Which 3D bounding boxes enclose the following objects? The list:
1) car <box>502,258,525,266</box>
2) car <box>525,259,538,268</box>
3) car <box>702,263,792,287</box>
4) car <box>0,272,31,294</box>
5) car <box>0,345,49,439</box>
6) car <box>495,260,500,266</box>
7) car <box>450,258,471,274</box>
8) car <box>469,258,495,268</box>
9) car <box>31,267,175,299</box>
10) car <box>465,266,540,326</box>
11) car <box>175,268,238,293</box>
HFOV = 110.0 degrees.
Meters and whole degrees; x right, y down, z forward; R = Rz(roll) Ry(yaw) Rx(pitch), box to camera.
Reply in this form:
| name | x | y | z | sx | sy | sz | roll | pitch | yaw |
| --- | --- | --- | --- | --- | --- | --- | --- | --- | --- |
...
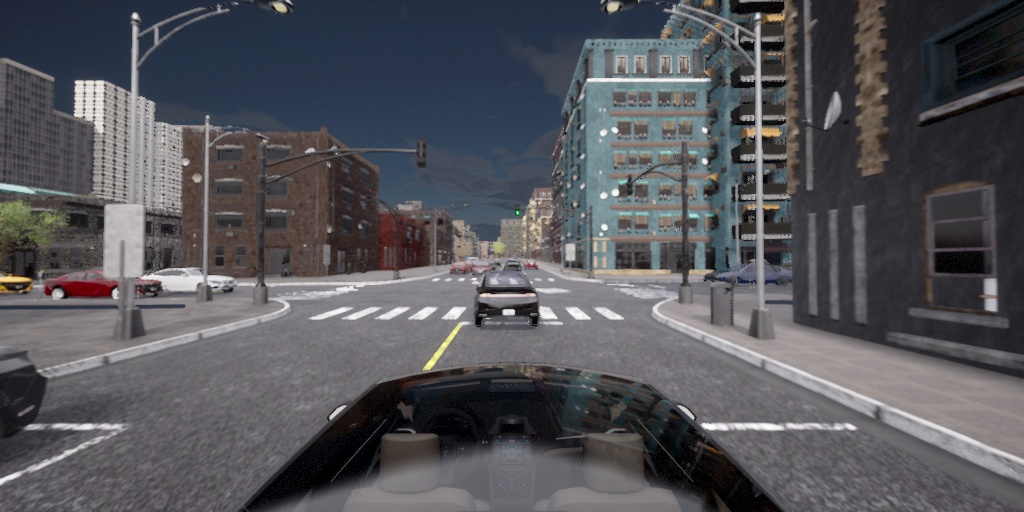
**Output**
| name | x | y | z | sx | sy | sz | roll | pitch | yaw |
| --- | --- | --- | --- | --- | --- | --- | --- | --- | --- |
| car | 0.101 | 1.232 | 36.290 | 1.837 | 1.490 | 4.892 | 0 | 0 | 0 |
| car | 2.694 | 1.157 | 51.221 | 1.967 | 1.591 | 4.097 | 0 | 0 | 0 |
| car | 15.102 | 1.178 | 22.697 | 5.357 | 1.411 | 2.033 | 0 | -1 | 1 |
| car | -29.847 | 1.426 | 19.916 | 5.008 | 1.535 | 1.882 | 0 | -1 | 0 |
| car | -5.690 | 1.300 | 1.836 | 2.007 | 1.370 | 4.403 | 0 | 0 | 0 |
| car | -3.078 | 1.266 | 48.674 | 2.033 | 1.411 | 5.357 | 0 | 0 | 0 |
| car | -5.764 | 1.270 | 39.791 | 1.888 | 1.381 | 4.507 | 0 | 0 | 0 |
| car | -3.088 | 1.252 | 37.568 | 1.812 | 1.442 | 4.674 | 0 | 0 | 0 |
| car | -19.293 | 1.353 | 17.083 | 4.507 | 1.381 | 1.888 | 0 | 0 | 1 |
| car | -0.279 | 1.236 | 11.644 | 2.128 | 1.511 | 4.902 | 0 | 0 | -5 |
| car | -17.829 | 1.371 | 19.802 | 4.674 | 1.442 | 1.812 | 0 | -1 | 1 |
